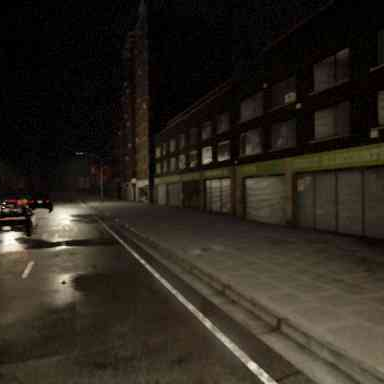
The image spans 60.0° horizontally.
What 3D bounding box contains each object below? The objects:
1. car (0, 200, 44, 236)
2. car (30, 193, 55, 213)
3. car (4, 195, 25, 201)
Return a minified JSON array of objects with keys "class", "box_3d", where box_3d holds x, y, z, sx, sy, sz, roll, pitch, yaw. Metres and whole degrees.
[{"class":"car","box_3d":[-9.276,1.432,17.471,2.128,1.511,4.902,-1,0,-20]},{"class":"car","box_3d":[-15.899,1.081,35.227,2.150,2.045,5.566,-1,0,-20]},{"class":"car","box_3d":[-21.393,1.221,40.191,2.097,1.767,4.553,-1,1,-20]}]
